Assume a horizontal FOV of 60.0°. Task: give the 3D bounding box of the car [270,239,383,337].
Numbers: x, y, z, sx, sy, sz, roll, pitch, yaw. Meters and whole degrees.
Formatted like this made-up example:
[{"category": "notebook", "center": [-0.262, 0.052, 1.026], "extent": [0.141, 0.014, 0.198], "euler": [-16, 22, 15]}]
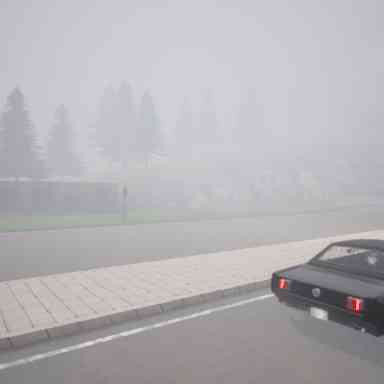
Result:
[{"category": "car", "center": [3.778, 1.601, 6.440], "extent": [4.718, 1.301, 1.895], "euler": [0, 0, -36]}]
